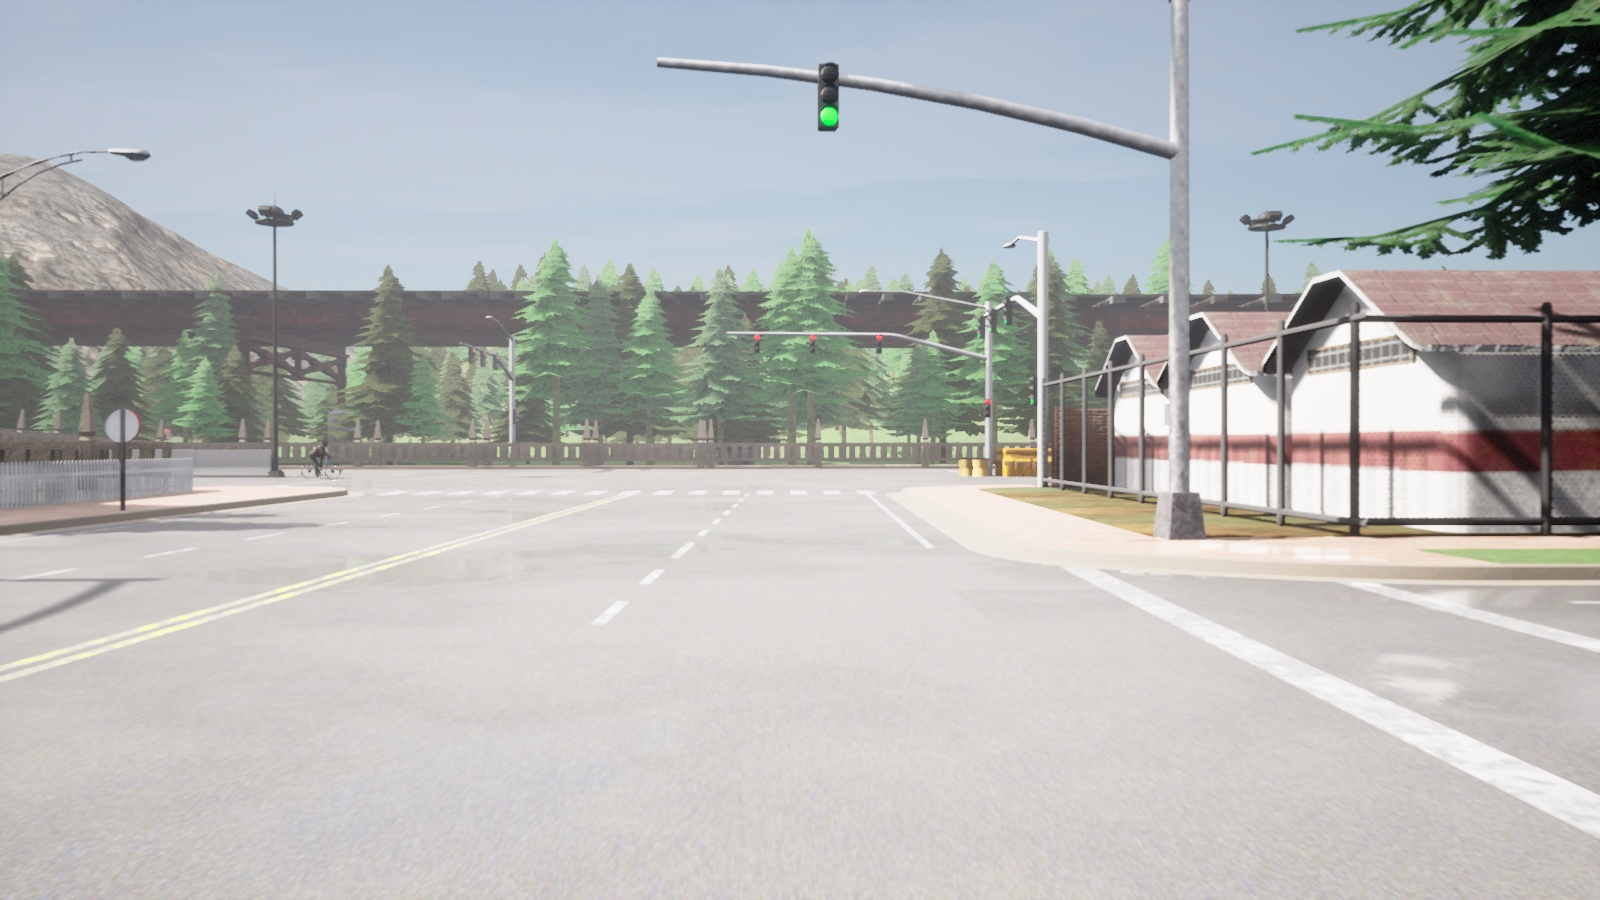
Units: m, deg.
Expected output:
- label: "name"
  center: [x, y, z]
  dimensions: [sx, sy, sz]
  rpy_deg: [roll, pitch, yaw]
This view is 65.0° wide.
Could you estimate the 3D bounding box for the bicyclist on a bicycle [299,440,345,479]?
- label: "bicyclist on a bicycle"
  center: [-19.963, 0.405, 52.442]
  dimensions: [1.656, 1.620, 0.582]
  rpy_deg: [1, 0, -1]
